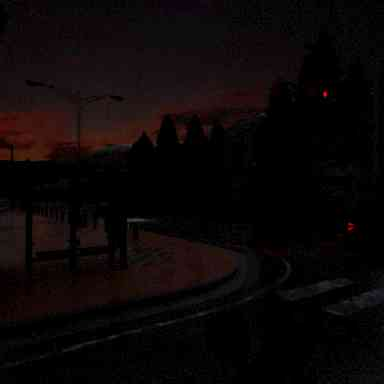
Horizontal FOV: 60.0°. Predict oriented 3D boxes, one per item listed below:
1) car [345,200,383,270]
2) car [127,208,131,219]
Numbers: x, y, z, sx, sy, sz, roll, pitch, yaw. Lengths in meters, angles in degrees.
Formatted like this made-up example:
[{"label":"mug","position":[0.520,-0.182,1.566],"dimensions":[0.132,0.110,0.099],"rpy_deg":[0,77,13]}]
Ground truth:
[{"label":"car","position":[7.074,1.265,8.952],"dimensions":[2.150,2.045,5.566],"rpy_deg":[0,0,-35]},{"label":"car","position":[-7.007,1.538,29.017],"dimensions":[1.812,1.442,4.674],"rpy_deg":[0,0,-35]}]
